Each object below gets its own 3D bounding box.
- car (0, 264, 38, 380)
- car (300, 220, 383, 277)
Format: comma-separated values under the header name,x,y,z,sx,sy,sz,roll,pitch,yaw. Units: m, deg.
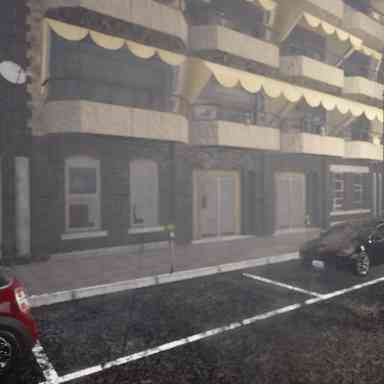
name,x,y,z,sx,sy,sz,roll,pitch,yaw
car,-4.066,1.439,3.680,4.097,1.590,1.967,0,-1,-35
car,5.183,1.574,10.267,4.313,1.339,1.947,0,-1,-35
